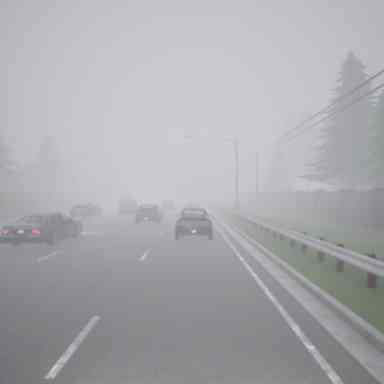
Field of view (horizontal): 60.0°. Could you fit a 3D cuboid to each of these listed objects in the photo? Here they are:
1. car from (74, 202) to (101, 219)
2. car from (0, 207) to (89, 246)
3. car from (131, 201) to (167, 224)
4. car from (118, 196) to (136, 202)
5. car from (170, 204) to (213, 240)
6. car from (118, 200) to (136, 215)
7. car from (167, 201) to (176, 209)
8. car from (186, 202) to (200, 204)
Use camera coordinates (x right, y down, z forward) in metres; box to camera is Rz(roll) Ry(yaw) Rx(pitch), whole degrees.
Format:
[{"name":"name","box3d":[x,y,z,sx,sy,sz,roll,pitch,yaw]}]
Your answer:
[{"name":"car","box3d":[-10.407,1.777,32.931,2.128,1.511,4.902,0,0,0]},{"name":"car","box3d":[-6.905,1.686,15.923,2.033,1.411,5.357,0,0,0]},{"name":"car","box3d":[-3.406,1.743,27.223,1.837,1.490,4.892,0,0,0]},{"name":"car","box3d":[-10.413,1.689,53.681,2.150,2.045,5.566,0,0,0]},{"name":"car","box3d":[0.096,1.650,18.086,2.128,1.511,4.902,0,0,0]},{"name":"car","box3d":[-6.908,1.931,37.989,1.895,1.301,4.718,0,0,0]},{"name":"car","box3d":[-3.413,1.969,48.515,2.033,1.411,5.357,0,0,0]},{"name":"car","box3d":[0.090,1.946,43.871,1.994,1.385,4.181,0,0,0]}]
